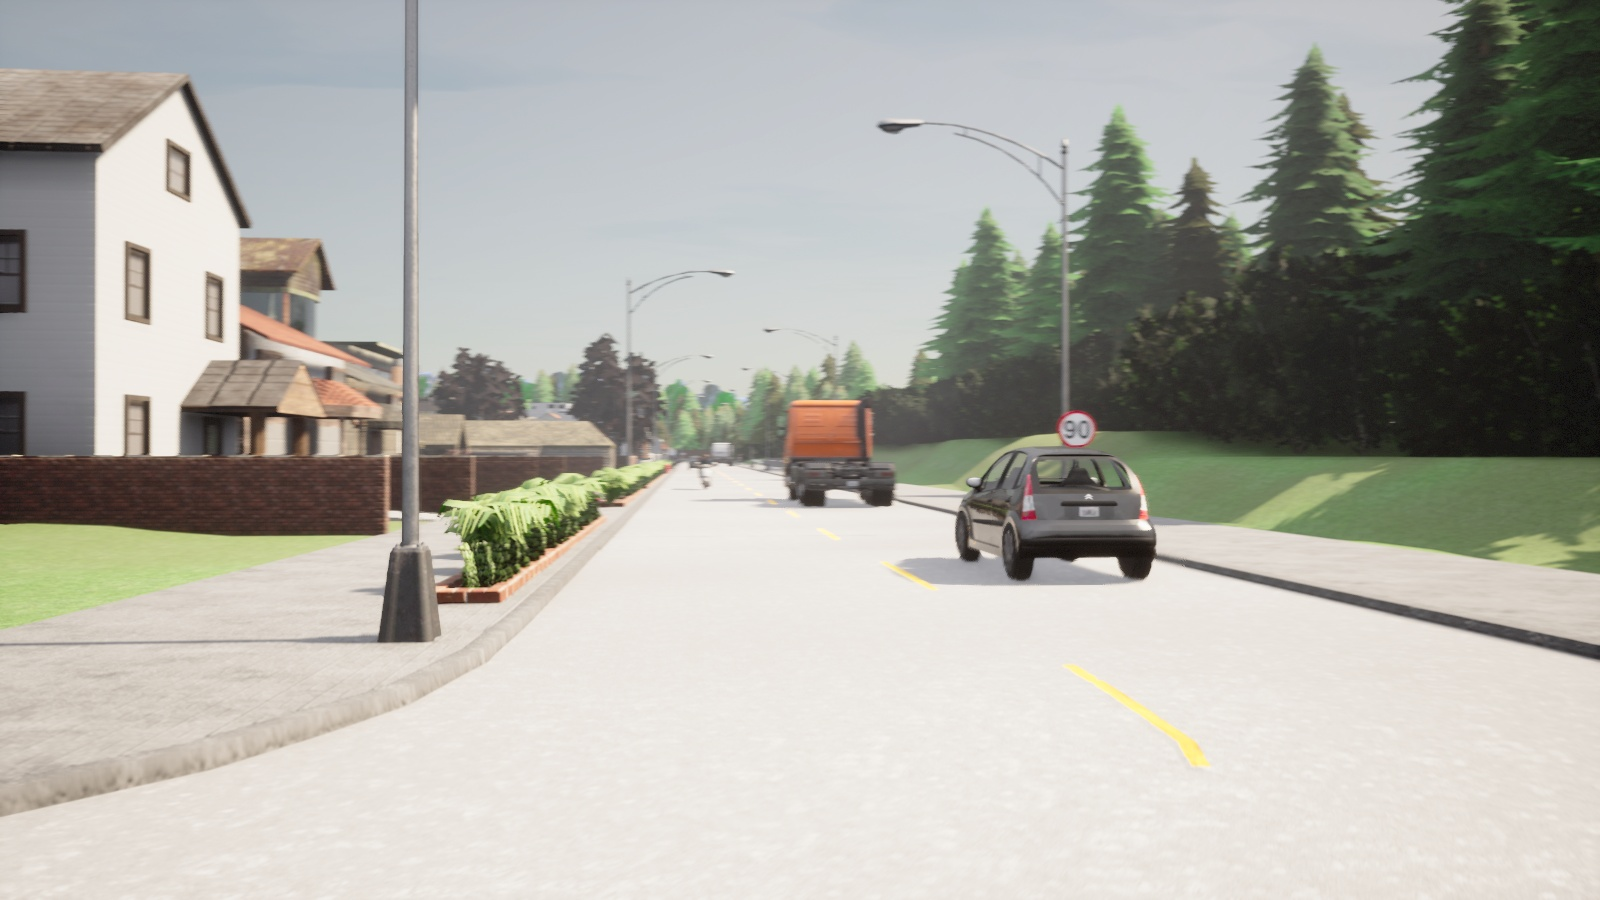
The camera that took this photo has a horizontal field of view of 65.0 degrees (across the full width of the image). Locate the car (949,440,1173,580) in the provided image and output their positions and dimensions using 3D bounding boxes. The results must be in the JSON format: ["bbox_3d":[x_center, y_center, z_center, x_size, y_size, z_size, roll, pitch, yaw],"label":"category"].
[{"bbox_3d":[3.281,0.710,16.614,1.851,1.617,3.988,0,0,-5],"label":"car"}]

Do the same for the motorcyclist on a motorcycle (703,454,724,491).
[{"bbox_3d":[-3.797,0.978,54.927,0.866,1.590,1.817,0,0,-5],"label":"motorcyclist on a motorcycle"}]

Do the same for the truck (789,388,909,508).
[{"bbox_3d":[1.388,-0.048,40.211,2.891,3.462,7.936,0,0,-5],"label":"truck"}]
